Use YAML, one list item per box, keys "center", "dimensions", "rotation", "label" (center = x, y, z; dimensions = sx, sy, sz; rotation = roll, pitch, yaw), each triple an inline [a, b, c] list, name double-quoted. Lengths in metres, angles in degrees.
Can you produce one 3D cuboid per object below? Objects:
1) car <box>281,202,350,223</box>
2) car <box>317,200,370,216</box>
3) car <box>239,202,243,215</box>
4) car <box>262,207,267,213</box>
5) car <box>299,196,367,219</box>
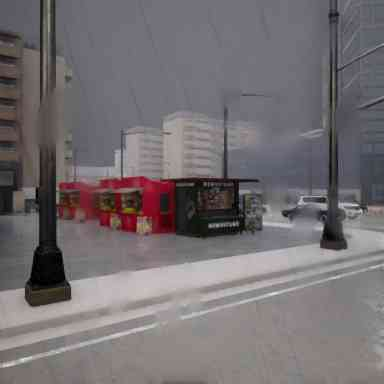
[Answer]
- center: [9.649, 1.707, 26.689]
  dimensions: [1.895, 1.301, 4.718]
  rotation: [0, -1, -37]
  label: "car"
- center: [16.210, 1.656, 35.837]
  dimensions: [1.837, 1.490, 4.892]
  rotation: [0, -1, -36]
  label: "car"
- center: [3.965, 1.769, 34.484]
  dimensions: [2.033, 1.411, 5.357]
  rotation: [0, -1, -37]
  label: "car"
- center: [5.953, 1.789, 37.708]
  dimensions: [2.033, 1.411, 5.357]
  rotation: [0, -1, -36]
  label: "car"
- center: [11.977, 1.339, 29.419]
  dimensions: [2.150, 2.045, 5.566]
  rotation: [0, -1, -36]
  label: "car"
